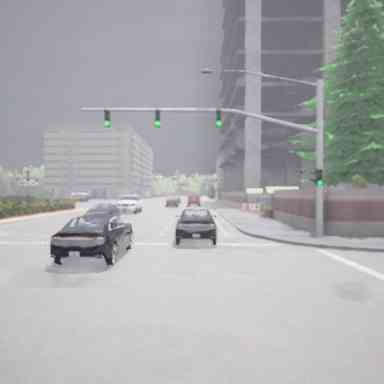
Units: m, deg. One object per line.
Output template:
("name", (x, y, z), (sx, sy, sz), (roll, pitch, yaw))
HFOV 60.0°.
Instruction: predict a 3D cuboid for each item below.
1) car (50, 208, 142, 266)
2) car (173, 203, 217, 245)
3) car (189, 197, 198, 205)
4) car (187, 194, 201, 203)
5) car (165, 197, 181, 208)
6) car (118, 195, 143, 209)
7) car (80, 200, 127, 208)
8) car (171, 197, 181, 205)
("car", (-3.330, 1.552, 11.858), (2.128, 1.511, 4.902), (0, 0, 0))
("car", (0.187, 1.558, 16.123), (2.128, 1.511, 4.902), (0, 1, 0))
("car", (0.346, 1.758, 65.887), (1.812, 1.442, 4.674), (0, 0, 0))
("car", (0.291, 1.413, 55.303), (2.150, 2.045, 5.566), (0, 0, 0))
("car", (-3.123, 1.651, 52.866), (1.882, 1.535, 5.008), (0, 0, 0))
("car", (-6.883, 1.324, 37.119), (2.150, 2.045, 5.566), (0, 0, 0))
("car", (-6.960, 1.608, 26.368), (2.033, 1.411, 5.357), (0, 0, 0))
("car", (-3.152, 1.702, 66.110), (1.882, 1.535, 5.008), (0, 0, 0))
